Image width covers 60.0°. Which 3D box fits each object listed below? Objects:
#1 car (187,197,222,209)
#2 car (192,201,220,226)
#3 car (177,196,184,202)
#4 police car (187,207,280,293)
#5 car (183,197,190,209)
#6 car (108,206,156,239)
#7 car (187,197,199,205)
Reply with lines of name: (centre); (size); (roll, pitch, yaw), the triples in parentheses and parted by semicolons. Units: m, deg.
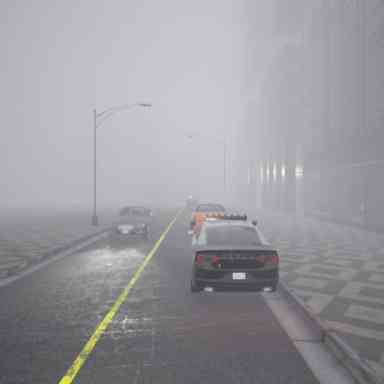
car: (0.938, 1.361, 18.898); (2.097, 1.767, 4.553); (0, 0, 0)
car: (0.952, 1.496, 24.928); (1.882, 1.535, 5.008); (0, 0, 0)
car: (-2.817, 1.736, 83.846); (2.033, 1.411, 5.357); (0, 0, 0)
police car: (0.917, 1.427, 9.037); (1.930, 1.638, 5.238); (0, 0, 0)
car: (0.112, 1.667, 46.531); (1.895, 1.301, 4.718); (0, 0, 1)
car: (-2.965, 1.499, 17.266); (2.128, 1.511, 4.902); (0, 0, 0)
car: (0.130, 1.600, 60.389); (2.128, 1.511, 4.902); (0, 0, 0)
